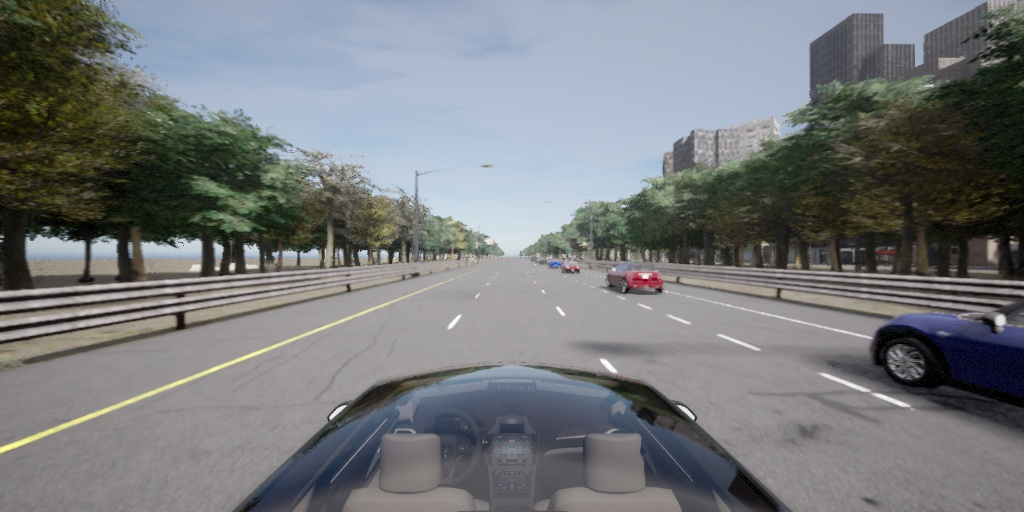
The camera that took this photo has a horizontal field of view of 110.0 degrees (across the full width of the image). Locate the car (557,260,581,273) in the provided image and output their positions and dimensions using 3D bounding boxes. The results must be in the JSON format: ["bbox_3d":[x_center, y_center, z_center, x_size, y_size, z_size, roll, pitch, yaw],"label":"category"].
[{"bbox_3d":[7.086,1.392,43.995,1.895,1.301,4.718,0,0,0],"label":"car"}]

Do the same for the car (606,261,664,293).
[{"bbox_3d":[7.017,1.116,20.973,2.097,1.767,4.553,0,0,0],"label":"car"}]

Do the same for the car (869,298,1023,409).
[{"bbox_3d":[7.002,1.103,4.057,2.097,1.767,4.553,0,0,0],"label":"car"}]

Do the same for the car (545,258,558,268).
[{"bbox_3d":[7.167,1.289,60.976,1.882,1.535,5.008,0,0,0],"label":"car"}]
